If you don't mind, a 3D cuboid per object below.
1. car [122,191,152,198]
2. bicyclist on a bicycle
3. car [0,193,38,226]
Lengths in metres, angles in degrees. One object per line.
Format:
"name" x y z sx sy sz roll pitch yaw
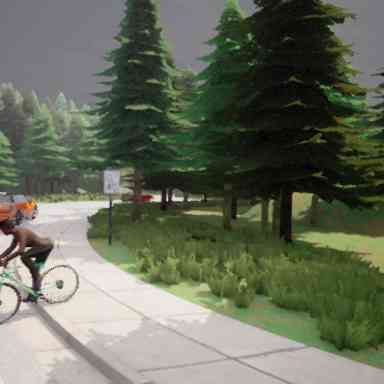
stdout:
"car" -6.805 0.635 42.340 1.882 1.535 5.008 2 1 31
"bicyclist on a bicycle" -2.708 1.209 5.408 1.656 1.620 0.582 -11 9 -38
"car" -10.095 0.804 18.358 2.097 1.767 4.553 1 1 -11
